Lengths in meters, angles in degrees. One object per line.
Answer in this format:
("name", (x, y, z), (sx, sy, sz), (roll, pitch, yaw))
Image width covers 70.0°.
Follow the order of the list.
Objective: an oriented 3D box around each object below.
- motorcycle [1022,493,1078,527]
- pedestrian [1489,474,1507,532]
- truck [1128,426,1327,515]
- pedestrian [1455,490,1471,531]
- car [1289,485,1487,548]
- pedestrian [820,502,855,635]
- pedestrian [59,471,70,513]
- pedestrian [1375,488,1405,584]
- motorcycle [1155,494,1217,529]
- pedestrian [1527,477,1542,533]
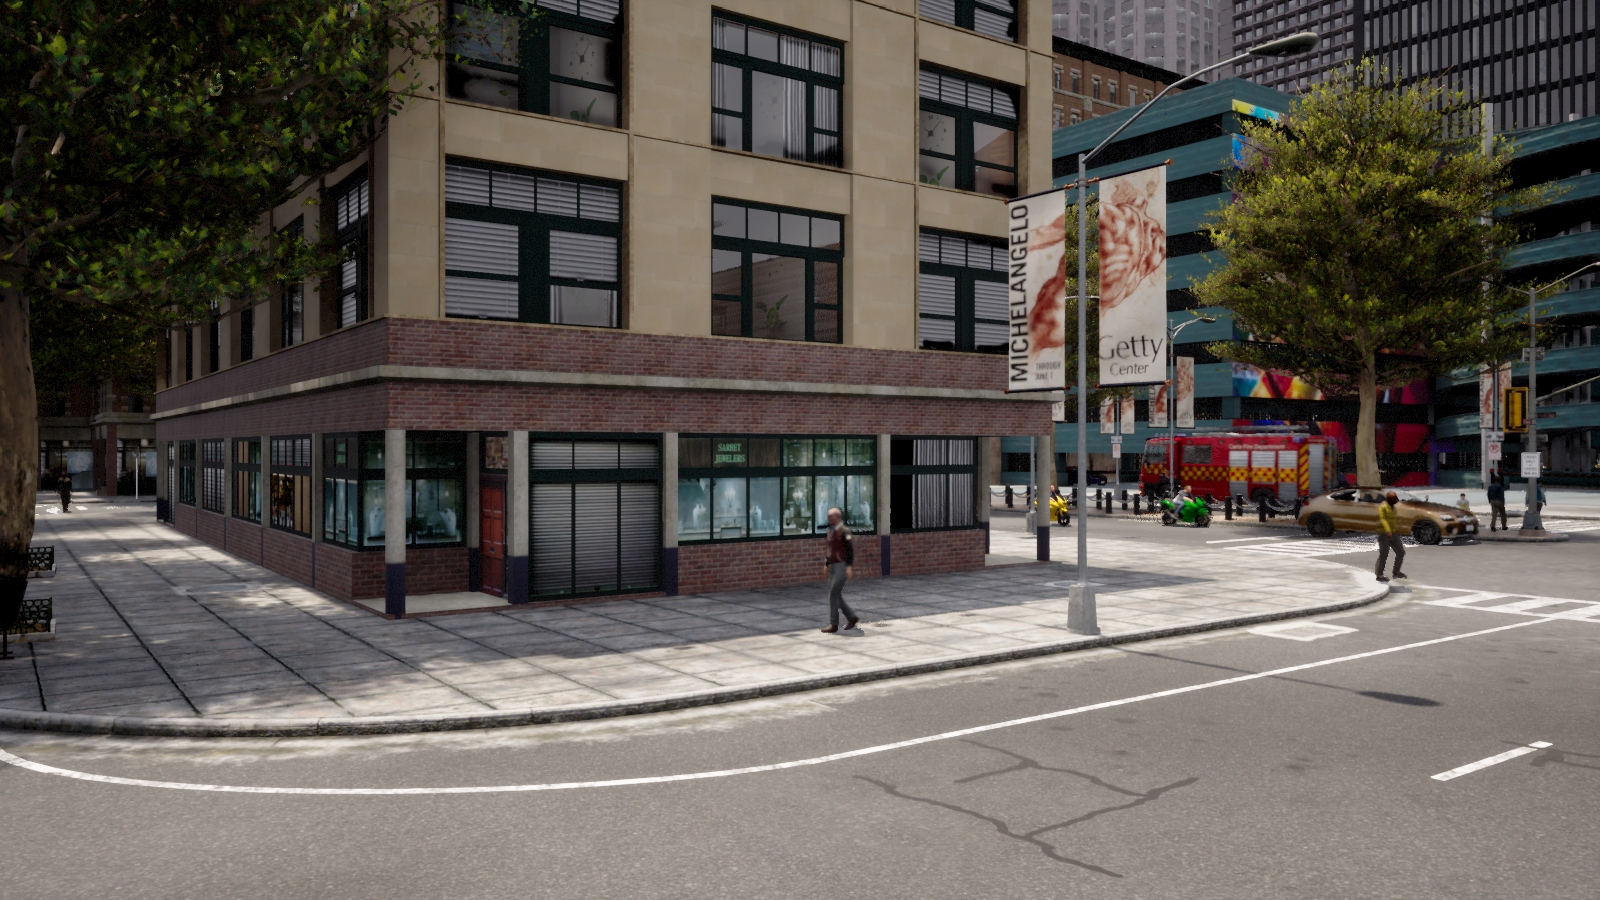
("motorcycle", (9.194, 2.200, 42.117), (0.803, 1.145, 2.033), (0, 0, -33))
("pedestrian", (22.325, 1.688, 36.538), (0.375, 1.860, 0.375), (0, 0, -31))
("truck", (19.586, 0.872, 52.932), (2.891, 3.827, 8.468), (0, 0, -35))
("pedestrian", (21.570, 1.969, 37.183), (0.375, 1.300, 0.375), (0, 0, 18))
("car", (18.049, 1.978, 35.305), (2.152, 1.651, 5.027), (0, 0, -36))
("pedestrian", (0.542, 1.692, 16.475), (0.375, 1.860, 0.375), (0, 0, -28))
("pedestrian", (-32.578, 1.847, 50.612), (0.375, 1.860, 0.375), (0, 0, -37))
("pedestrian", (11.645, 1.689, 22.566), (0.375, 1.860, 0.375), (0, 0, -25))
("motorcycle", (13.881, 2.199, 41.158), (0.803, 1.145, 2.033), (0, 0, -35))
("pedestrian", (24.724, 1.832, 38.453), (0.375, 1.860, 0.375), (0, 0, 45))
